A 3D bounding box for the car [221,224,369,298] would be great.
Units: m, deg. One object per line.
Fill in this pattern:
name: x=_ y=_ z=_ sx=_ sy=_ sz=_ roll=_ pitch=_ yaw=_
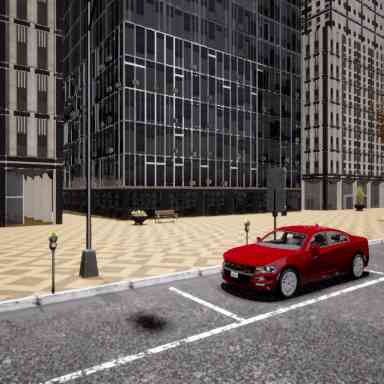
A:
car: x=2.749 y=1.545 z=8.502 sx=4.507 sy=1.381 sz=1.887 roll=0 pitch=0 yaw=-35
